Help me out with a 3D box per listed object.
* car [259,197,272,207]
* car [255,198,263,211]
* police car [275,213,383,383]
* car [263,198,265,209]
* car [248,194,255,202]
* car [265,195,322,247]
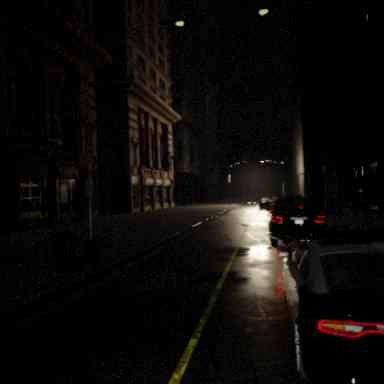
[{"bbox_3d":[12.256,1.670,55.450,2.033,1.411,5.357,-2,0,12],"label":"car"},{"bbox_3d":[9.498,1.587,42.428,2.128,1.511,4.902,-2,0,12],"label":"car"},{"bbox_3d":[2.510,1.398,5.390,1.930,1.638,5.238,-2,-1,12],"label":"police car"},{"bbox_3d":[5.821,1.240,20.963,2.150,2.045,5.566,-2,-1,12],"label":"car"},{"bbox_3d":[15.056,1.813,82.990,2.033,1.411,5.357,-2,-1,12],"label":"car"},{"bbox_3d":[4.572,1.224,15.094,2.150,2.045,5.566,-2,-1,12],"label":"car"}]
